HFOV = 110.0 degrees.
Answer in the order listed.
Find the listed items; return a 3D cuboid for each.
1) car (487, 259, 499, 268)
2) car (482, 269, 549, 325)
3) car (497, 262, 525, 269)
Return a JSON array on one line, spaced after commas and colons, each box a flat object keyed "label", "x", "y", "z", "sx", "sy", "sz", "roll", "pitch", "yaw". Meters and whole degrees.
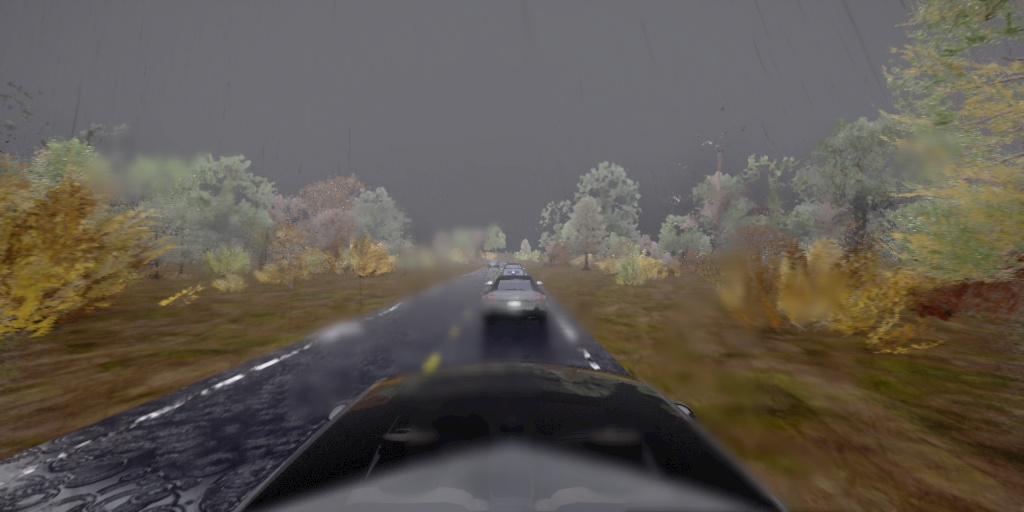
[{"label": "car", "x": -3.047, "y": 1.237, "z": 59.109, "sx": 2.128, "sy": 1.511, "sz": 4.902, "roll": 0, "pitch": 0, "yaw": 1}, {"label": "car", "x": 0.101, "y": 1.313, "z": 11.868, "sx": 1.994, "sy": 1.385, "sz": 4.181, "roll": 0, "pitch": 0, "yaw": 0}, {"label": "car", "x": 0.094, "y": 1.296, "z": 29.842, "sx": 2.033, "sy": 1.411, "sz": 5.357, "roll": 0, "pitch": 0, "yaw": 0}]
